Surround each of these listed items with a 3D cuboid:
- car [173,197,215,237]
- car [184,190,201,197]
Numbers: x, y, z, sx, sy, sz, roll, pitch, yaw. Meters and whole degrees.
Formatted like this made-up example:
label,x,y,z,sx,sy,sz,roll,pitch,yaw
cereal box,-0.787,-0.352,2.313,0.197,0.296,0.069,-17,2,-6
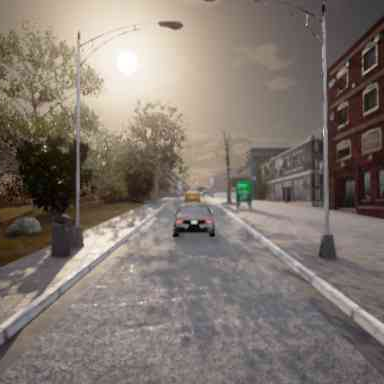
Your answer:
label,x,y,z,sx,sy,sz,roll,pitch,yaw
car,0.086,1.202,15.828,2.033,1.411,5.357,0,1,0
car,0.060,0.532,42.401,1.882,1.535,5.008,0,0,0
